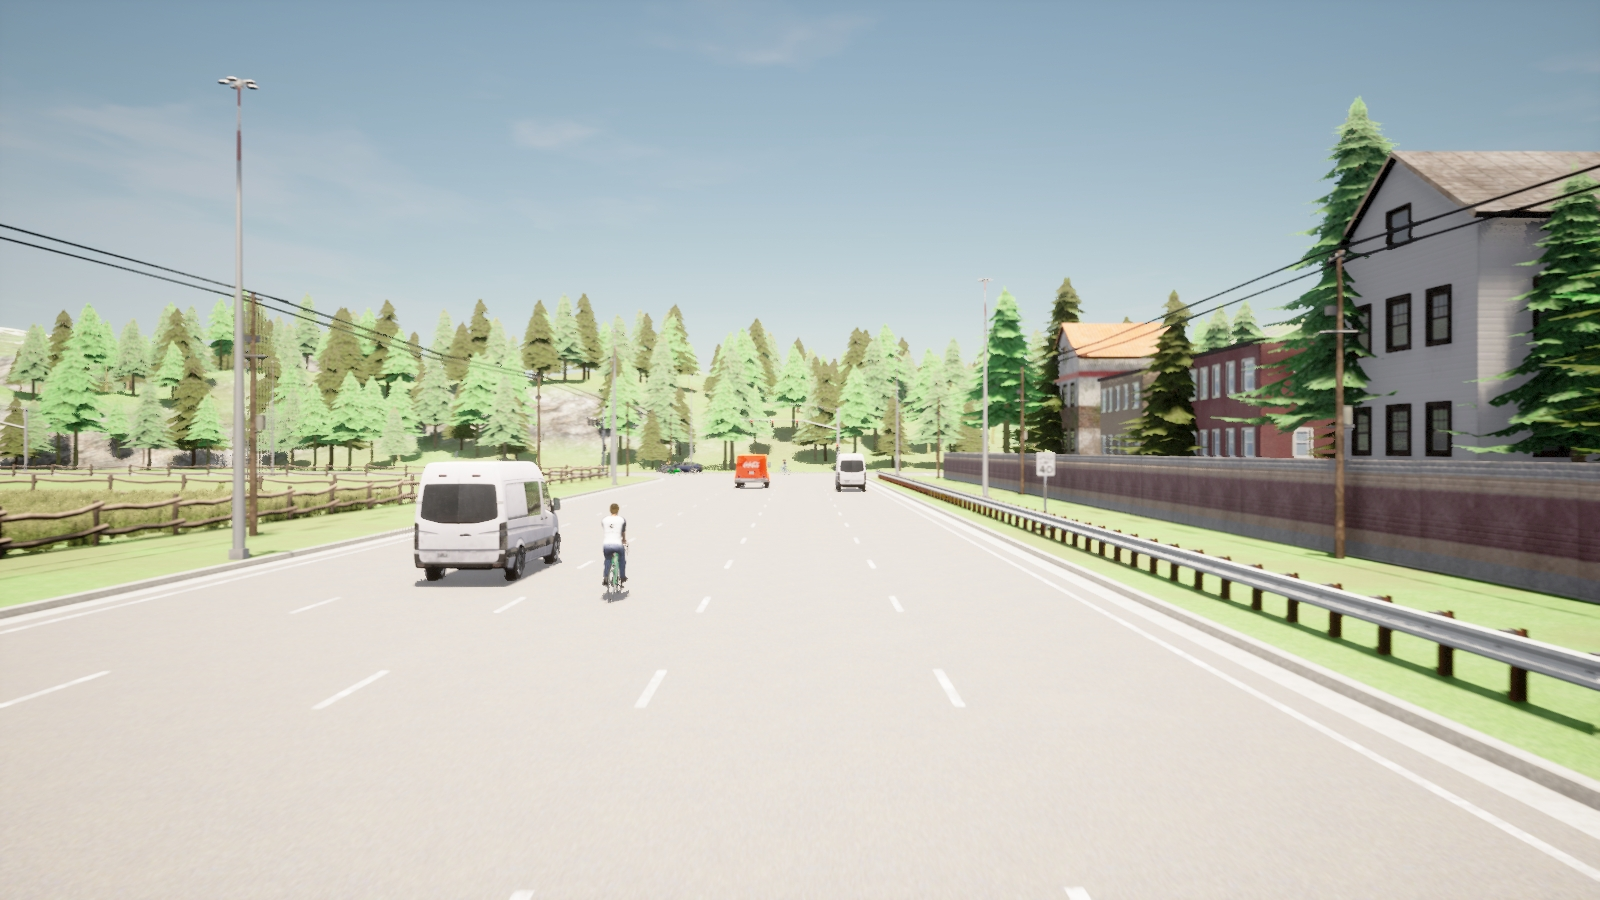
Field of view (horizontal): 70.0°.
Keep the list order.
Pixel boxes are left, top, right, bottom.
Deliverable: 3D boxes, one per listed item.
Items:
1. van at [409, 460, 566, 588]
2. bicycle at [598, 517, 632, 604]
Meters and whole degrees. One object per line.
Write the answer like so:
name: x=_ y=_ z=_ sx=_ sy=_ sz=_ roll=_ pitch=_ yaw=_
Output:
van: x=-6.995 y=1.534 z=26.305 sx=1.988 sy=2.561 sz=5.915 roll=0 pitch=0 yaw=0
bicycle: x=-3.499 y=2.056 z=21.634 sx=0.373 sy=1.496 sz=1.643 roll=0 pitch=0 yaw=0
